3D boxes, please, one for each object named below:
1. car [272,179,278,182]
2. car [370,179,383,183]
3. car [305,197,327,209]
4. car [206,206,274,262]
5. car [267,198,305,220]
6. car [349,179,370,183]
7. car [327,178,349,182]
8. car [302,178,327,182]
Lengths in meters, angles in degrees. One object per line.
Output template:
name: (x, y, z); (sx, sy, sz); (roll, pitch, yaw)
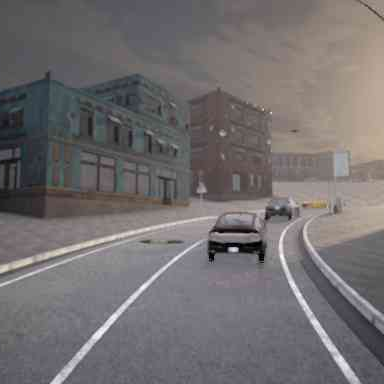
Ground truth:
car: (18.700, -2.746, 81.246); (4.553, 1.767, 2.185); (0, -5, -3)
car: (46.183, -2.482, 83.219); (5.008, 1.535, 2.097); (1, -5, -6)
car: (15.952, 1.443, 43.952); (5.008, 1.535, 1.882); (0, -3, -42)
car: (1.749, 1.466, 12.082); (2.128, 1.511, 4.902); (-1, 0, 13)
car: (7.470, 1.237, 27.074); (2.097, 1.767, 4.553); (-2, -1, 28)
car: (40.663, -2.503, 82.659); (4.674, 1.452, 2.002); (1, -5, -5)
car: (35.132, -2.588, 82.222); (4.892, 1.521, 2.231); (0, -5, -4)
car: (29.623, -2.608, 81.887); (4.892, 1.521, 2.231); (0, -5, -3)
